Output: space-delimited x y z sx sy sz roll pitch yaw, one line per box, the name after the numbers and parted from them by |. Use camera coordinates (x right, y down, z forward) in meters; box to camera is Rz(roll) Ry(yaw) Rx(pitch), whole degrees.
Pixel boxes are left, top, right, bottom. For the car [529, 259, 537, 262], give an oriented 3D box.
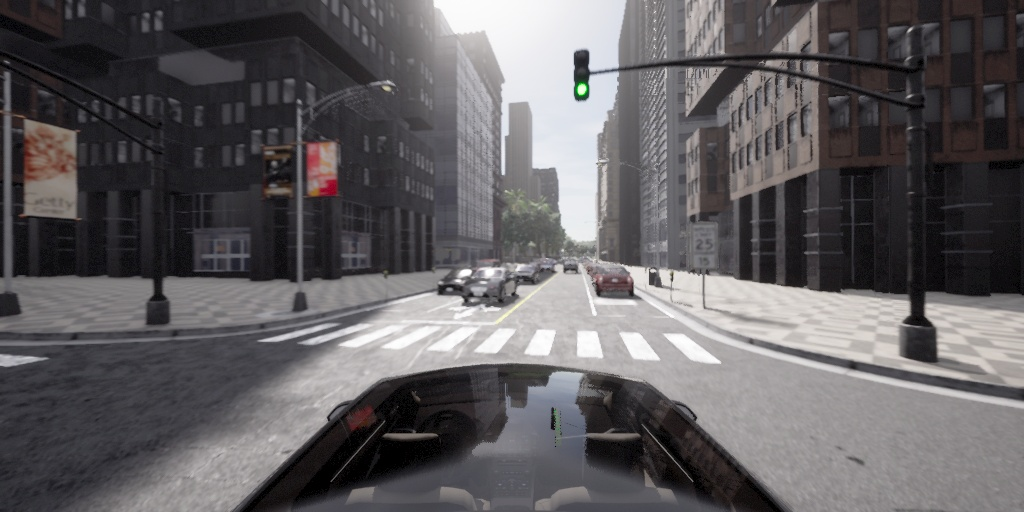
2.978 1.567 53.234 1.802 1.307 4.207 0 0 10 | car

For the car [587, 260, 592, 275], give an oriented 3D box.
6.447 1.255 25.005 1.967 1.591 4.097 0 0 10 | car

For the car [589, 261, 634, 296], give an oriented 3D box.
5.464 1.233 19.670 1.967 1.591 4.097 0 0 10 | car

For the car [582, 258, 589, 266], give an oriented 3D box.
11.391 1.456 51.848 1.751 1.417 4.829 0 0 10 | car

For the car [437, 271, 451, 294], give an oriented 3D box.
-2.919 1.415 21.217 1.948 1.339 4.313 0 0 10 | car

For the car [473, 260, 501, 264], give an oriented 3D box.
-1.937 1.185 26.553 2.192 1.841 5.009 0 0 10 | car

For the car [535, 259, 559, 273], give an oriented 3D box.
4.649 1.491 47.259 2.033 1.411 5.357 0 0 11 | car

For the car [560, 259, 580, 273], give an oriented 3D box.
7.485 1.425 45.919 1.837 1.490 4.892 0 0 10 | car

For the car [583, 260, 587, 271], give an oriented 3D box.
9.395 1.428 41.011 1.888 1.381 4.507 0 0 10 | car

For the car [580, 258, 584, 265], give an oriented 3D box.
13.325 1.420 62.351 1.967 1.591 4.097 0 0 10 | car

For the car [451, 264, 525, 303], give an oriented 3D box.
-0.946 1.309 17.204 2.128 1.511 4.902 0 0 11 | car

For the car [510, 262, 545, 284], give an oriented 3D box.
1.136 1.411 28.510 2.033 1.411 5.357 0 0 11 | car
